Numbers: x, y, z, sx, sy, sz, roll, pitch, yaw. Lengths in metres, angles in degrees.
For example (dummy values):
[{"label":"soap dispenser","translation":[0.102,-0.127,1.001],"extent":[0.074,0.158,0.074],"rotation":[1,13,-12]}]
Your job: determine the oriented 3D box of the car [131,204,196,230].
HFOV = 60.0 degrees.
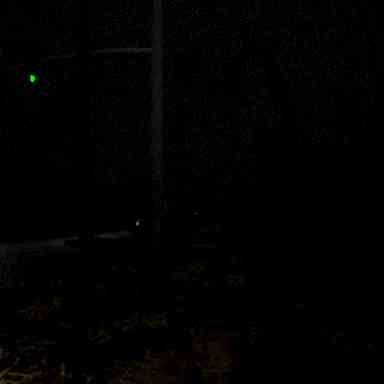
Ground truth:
[{"label":"car","translation":[-1.640,1.507,20.646],"extent":[2.128,1.511,4.902],"rotation":[0,0,35]}]
